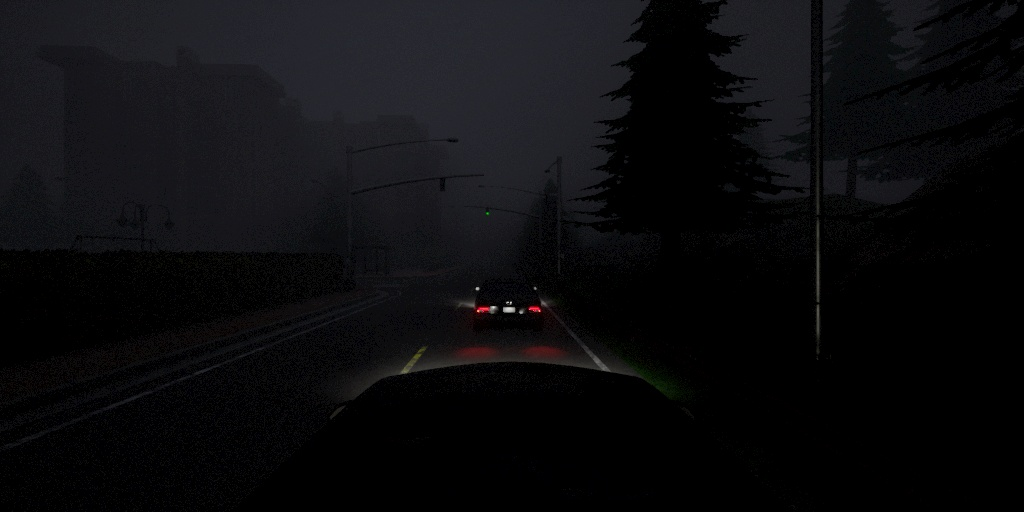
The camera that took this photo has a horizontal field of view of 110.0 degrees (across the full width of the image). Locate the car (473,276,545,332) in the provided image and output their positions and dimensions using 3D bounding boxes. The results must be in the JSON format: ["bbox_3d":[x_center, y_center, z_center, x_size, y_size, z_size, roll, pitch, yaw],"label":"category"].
[{"bbox_3d":[-0.156,1.298,10.848,2.033,1.411,5.357,0,0,-2],"label":"car"}]
